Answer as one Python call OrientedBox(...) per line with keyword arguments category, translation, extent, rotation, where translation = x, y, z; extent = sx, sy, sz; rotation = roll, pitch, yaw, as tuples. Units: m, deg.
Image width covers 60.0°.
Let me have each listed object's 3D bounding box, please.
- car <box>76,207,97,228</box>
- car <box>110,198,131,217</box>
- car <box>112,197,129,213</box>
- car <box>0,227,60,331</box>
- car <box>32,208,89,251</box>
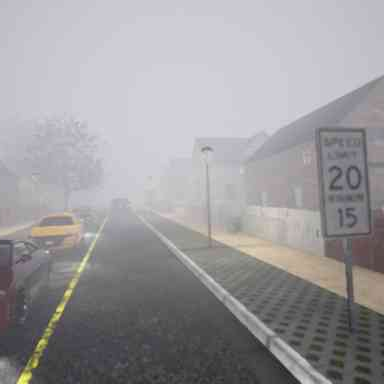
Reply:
OrientedBox(category="car", translation=(-8.358, 1.890, 25.501), extent=(2.128, 1.511, 4.902), rotation=(-2, 0, -12))
OrientedBox(category="car", translation=(-8.072, 1.689, 37.701), extent=(2.150, 2.045, 5.566), rotation=(-2, 0, -13))
OrientedBox(category="car", translation=(-10.398, 1.851, 48.173), extent=(2.150, 2.045, 5.566), rotation=(-2, 0, -13))
OrientedBox(category="car", translation=(-4.213, 1.728, 6.854), extent=(1.994, 1.385, 4.181), rotation=(-2, 0, -13))
OrientedBox(category="car", translation=(-6.132, 1.747, 15.448), extent=(1.882, 1.535, 5.008), rotation=(-2, 0, -13))
